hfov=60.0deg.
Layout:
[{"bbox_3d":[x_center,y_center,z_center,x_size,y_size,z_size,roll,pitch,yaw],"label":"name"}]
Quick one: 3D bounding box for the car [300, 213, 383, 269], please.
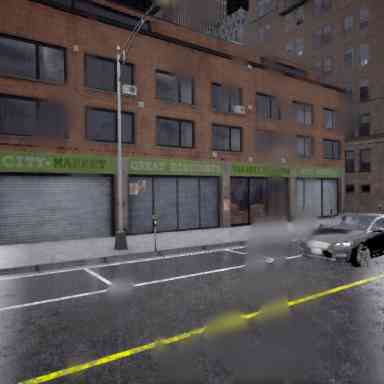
[{"bbox_3d":[5.695,1.489,11.303,4.902,1.511,2.128,0,0,-35],"label":"car"}]
